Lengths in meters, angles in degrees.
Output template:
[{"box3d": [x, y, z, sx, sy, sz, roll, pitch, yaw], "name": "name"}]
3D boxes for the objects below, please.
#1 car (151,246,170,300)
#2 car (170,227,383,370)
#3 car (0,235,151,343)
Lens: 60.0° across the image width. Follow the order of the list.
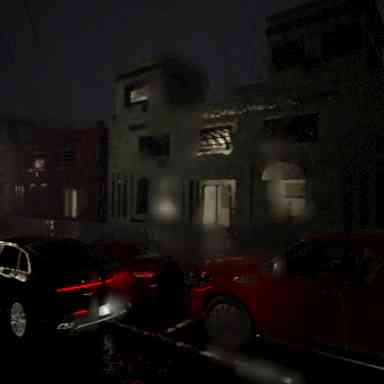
[{"box3d": [-2.092, 1.770, 8.110, 4.206, 1.307, 1.802, -1, -1, 37], "name": "car"}, {"box3d": [2.353, 1.444, 4.794, 5.009, 1.841, 2.192, -1, -1, 37], "name": "car"}, {"box3d": [-3.306, 1.656, 6.788, 4.892, 1.490, 1.837, -1, -2, 37], "name": "car"}]
